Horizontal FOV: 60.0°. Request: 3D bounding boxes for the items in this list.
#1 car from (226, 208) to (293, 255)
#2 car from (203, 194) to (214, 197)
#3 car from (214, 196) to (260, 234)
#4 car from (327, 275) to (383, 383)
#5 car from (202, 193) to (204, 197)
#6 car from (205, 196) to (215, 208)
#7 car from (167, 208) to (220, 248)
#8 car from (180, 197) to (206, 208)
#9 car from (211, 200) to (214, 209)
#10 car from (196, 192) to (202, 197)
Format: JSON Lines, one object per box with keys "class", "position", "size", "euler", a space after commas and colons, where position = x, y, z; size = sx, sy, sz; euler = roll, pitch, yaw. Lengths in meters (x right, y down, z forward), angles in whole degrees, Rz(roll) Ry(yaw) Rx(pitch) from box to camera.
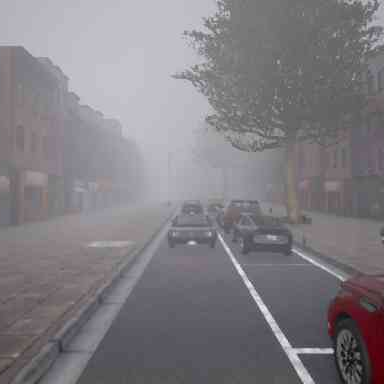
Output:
{"class": "car", "position": [2.660, 1.554, 13.146], "size": [1.947, 1.339, 4.313], "euler": [2, 0, 0]}
{"class": "car", "position": [3.015, 1.281, 48.579], "size": [1.882, 1.535, 5.008], "euler": [0, 0, 0]}
{"class": "car", "position": [2.667, 1.289, 18.705], "size": [2.192, 1.841, 5.009], "euler": [2, 0, 0]}
{"class": "car", "position": [2.664, 1.315, 2.032], "size": [2.192, 1.841, 5.009], "euler": [2, 0, 0]}
{"class": "car", "position": [3.021, 1.261, 55.584], "size": [1.837, 1.490, 4.892], "euler": [0, 0, 0]}
{"class": "car", "position": [2.662, 1.461, 35.375], "size": [1.947, 1.339, 4.313], "euler": [2, 0, 0]}
{"class": "car", "position": [0.000, 1.602, 14.684], "size": [1.895, 1.301, 4.718], "euler": [0, 0, 0]}
{"class": "car", "position": [0.000, 1.446, 29.659], "size": [1.837, 1.490, 4.892], "euler": [0, 0, 0]}
{"class": "car", "position": [2.661, 1.499, 24.263], "size": [1.887, 1.381, 4.507], "euler": [2, 0, 0]}
{"class": "car", "position": [2.663, 1.049, 85.359], "size": [1.967, 1.590, 4.097], "euler": [2, 0, 0]}
